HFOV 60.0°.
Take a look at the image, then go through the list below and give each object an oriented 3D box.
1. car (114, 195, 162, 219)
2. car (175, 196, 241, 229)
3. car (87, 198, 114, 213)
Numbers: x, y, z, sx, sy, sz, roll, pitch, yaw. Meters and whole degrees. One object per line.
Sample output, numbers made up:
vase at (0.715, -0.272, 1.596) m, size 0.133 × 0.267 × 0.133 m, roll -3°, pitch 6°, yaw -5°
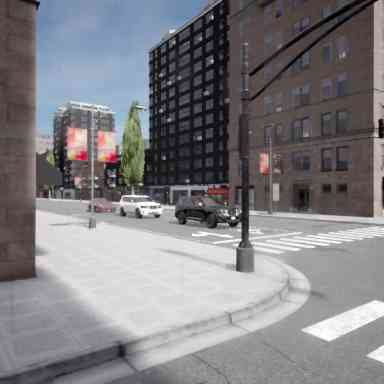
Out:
car at (-4.921, 1.325, 31.045) m, size 2.150 × 2.045 × 5.566 m, roll 0°, pitch 0°, yaw -36°
car at (0.951, 1.286, 22.913) m, size 2.150 × 2.045 × 5.566 m, roll 0°, pitch 0°, yaw -36°
car at (-10.584, 1.494, 38.897) m, size 2.097 × 1.767 × 4.553 m, roll 0°, pitch 0°, yaw -36°
